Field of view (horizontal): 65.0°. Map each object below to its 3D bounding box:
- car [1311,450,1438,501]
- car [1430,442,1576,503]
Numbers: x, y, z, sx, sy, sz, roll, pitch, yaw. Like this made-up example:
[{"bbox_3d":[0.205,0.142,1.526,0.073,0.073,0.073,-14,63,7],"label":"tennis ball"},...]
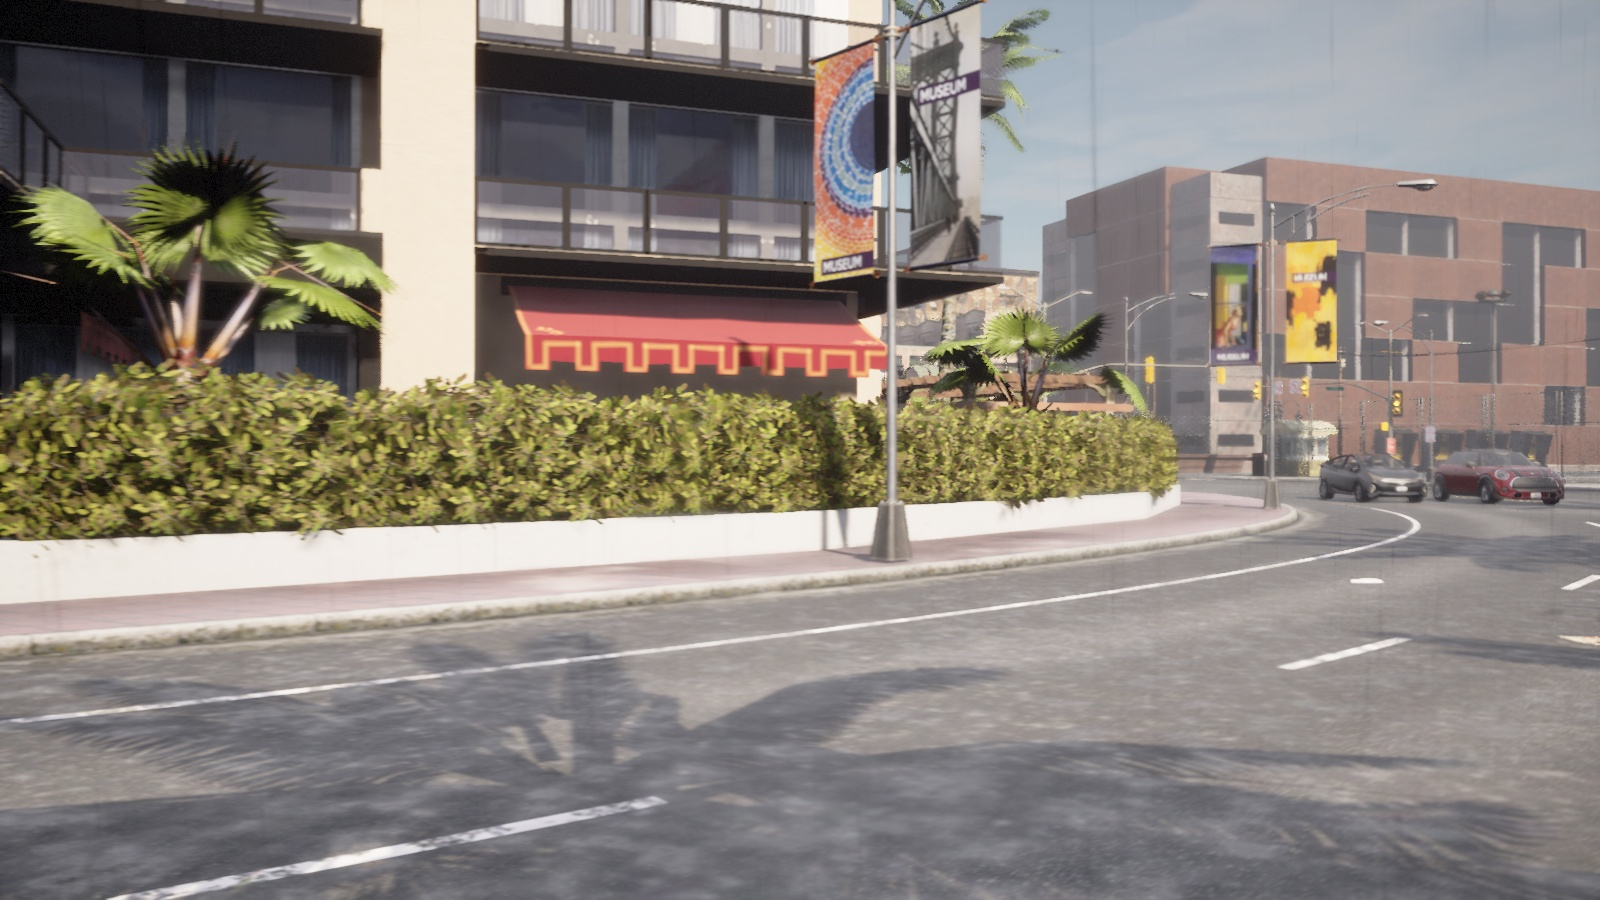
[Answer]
[{"bbox_3d":[18.174,0.766,39.982,2.007,1.525,4.514,0,0,1],"label":"car"},{"bbox_3d":[21.606,0.666,38.820,2.097,1.767,4.553,0,0,2],"label":"car"}]
